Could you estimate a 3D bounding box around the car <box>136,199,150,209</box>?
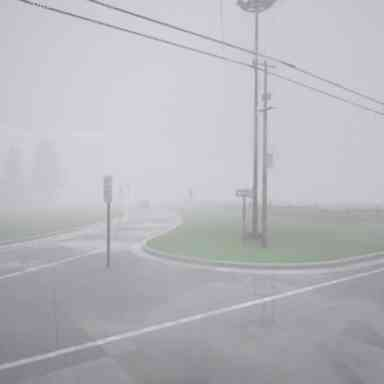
[{"bbox_3d":[-7.210,1.775,49.110,1.837,1.490,4.892,1,0,-12],"label":"car"}]
